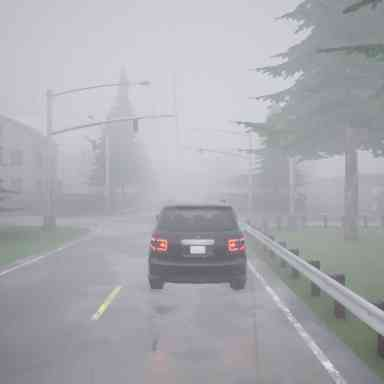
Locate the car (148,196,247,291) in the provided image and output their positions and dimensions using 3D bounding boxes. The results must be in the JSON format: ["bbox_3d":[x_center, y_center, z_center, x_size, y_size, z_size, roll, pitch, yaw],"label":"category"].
[{"bbox_3d":[0.130,1.221,9.178,2.150,2.045,5.566,0,0,0],"label":"car"}]
